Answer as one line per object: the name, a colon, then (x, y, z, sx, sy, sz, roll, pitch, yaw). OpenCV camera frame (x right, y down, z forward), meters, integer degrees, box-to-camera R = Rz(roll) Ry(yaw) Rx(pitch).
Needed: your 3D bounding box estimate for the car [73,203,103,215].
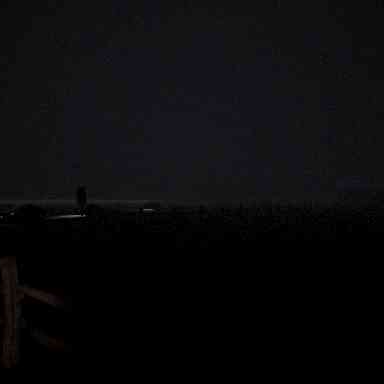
car: (-12.433, 2.028, 39.926, 1.994, 1.385, 4.181, -1, -1, 16)

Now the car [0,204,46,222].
car: (-15.125, 1.839, 29.878, 1.812, 1.442, 4.674, -1, -1, 15)

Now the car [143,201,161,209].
car: (-7.035, 2.324, 58.035, 1.994, 1.385, 4.181, -1, -1, 18)
